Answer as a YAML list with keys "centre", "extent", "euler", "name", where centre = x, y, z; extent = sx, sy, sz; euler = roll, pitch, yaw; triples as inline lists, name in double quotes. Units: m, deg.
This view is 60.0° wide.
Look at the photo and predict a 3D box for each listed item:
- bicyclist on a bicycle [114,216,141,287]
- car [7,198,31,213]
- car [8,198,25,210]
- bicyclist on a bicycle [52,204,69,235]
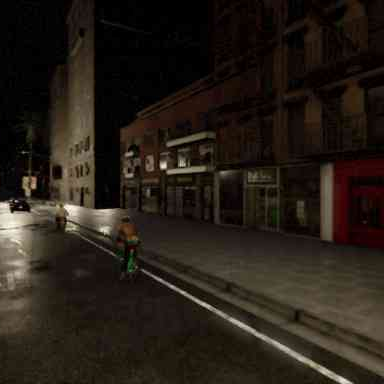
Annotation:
- centre: [-1.603, 1.435, 8.289]
  extent: [0.582, 1.620, 1.656]
  euler: [0, 0, -30]
  name: "bicyclist on a bicycle"
- centre: [-19.193, 1.599, 37.143]
  extent: [1.994, 1.385, 4.181]
  euler: [0, 0, -29]
  name: "car"
- centre: [-24.235, 1.563, 45.772]
  extent: [1.837, 1.490, 4.892]
  euler: [0, 0, -30]
  name: "car"
- centre: [-6.879, 1.425, 17.490]
  extent: [0.866, 1.612, 1.509]
  euler: [0, 0, -30]
  name: "bicyclist on a bicycle"
